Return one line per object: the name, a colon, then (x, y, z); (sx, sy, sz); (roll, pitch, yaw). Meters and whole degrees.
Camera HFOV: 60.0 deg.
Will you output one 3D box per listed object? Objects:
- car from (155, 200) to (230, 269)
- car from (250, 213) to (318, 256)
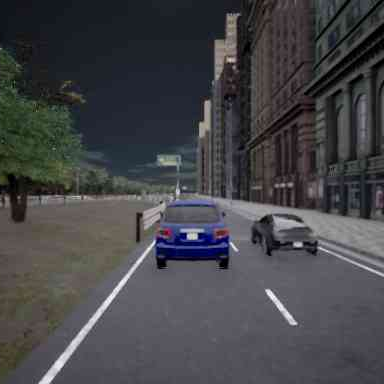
car: (0.033, 1.273, 11.530); (2.150, 2.045, 5.566); (0, 0, 0)
car: (3.553, 1.583, 13.363); (1.812, 1.442, 4.674); (0, 0, 1)
